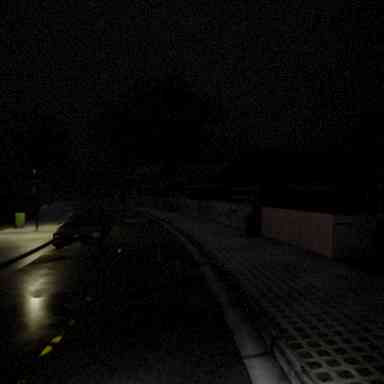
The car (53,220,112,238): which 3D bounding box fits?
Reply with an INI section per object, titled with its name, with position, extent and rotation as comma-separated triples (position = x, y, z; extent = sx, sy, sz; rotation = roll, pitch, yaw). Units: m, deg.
[car]
position = -4.401, 1.466, 14.154
extent = 2.033, 1.411, 5.357
rotation = 0, 0, -8
